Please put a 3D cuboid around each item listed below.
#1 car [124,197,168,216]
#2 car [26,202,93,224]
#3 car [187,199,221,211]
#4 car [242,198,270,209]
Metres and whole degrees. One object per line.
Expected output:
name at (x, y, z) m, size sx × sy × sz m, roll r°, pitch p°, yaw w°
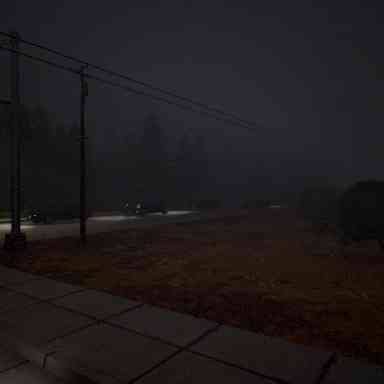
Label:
car at (-4.360, 1.312, 32.122) m, size 2.097 × 1.767 × 4.553 m, roll 0°, pitch 0°, yaw 37°
car at (-9.766, 1.513, 24.833) m, size 1.837 × 1.490 × 4.892 m, roll 0°, pitch 0°, yaw 37°
car at (1.491, 1.509, 39.995) m, size 1.895 × 1.301 × 4.718 m, roll 0°, pitch 0°, yaw 37°
car at (8.363, 1.465, 43.073) m, size 1.895 × 1.301 × 4.718 m, roll 0°, pitch 0°, yaw 37°
